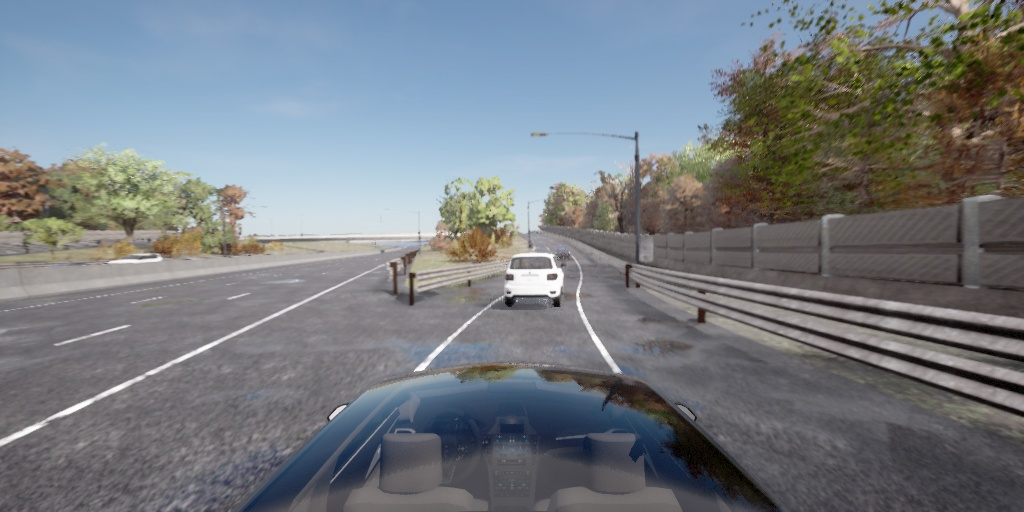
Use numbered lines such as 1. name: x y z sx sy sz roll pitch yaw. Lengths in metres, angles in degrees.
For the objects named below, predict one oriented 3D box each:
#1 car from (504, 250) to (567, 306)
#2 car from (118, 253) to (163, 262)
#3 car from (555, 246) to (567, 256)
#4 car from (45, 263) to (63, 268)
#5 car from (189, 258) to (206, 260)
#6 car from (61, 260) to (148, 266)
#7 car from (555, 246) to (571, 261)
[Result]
1. car: 1.105 0.906 15.540 2.150 2.045 5.566 -1 0 10
2. car: -41.801 0.773 40.048 2.150 2.045 5.566 -2 2 -14
3. car: 8.481 -0.929 62.214 1.812 1.442 4.674 -1 5 4
4. car: -35.242 1.271 28.415 2.033 1.411 5.357 -2 2 -14
5. car: -39.312 0.966 44.527 1.895 1.301 4.718 -2 2 -14
6. car: -31.540 1.247 28.026 1.895 1.301 4.718 -2 2 -14
7. car: 7.436 -0.156 52.182 1.837 1.490 4.892 -1 4 6
